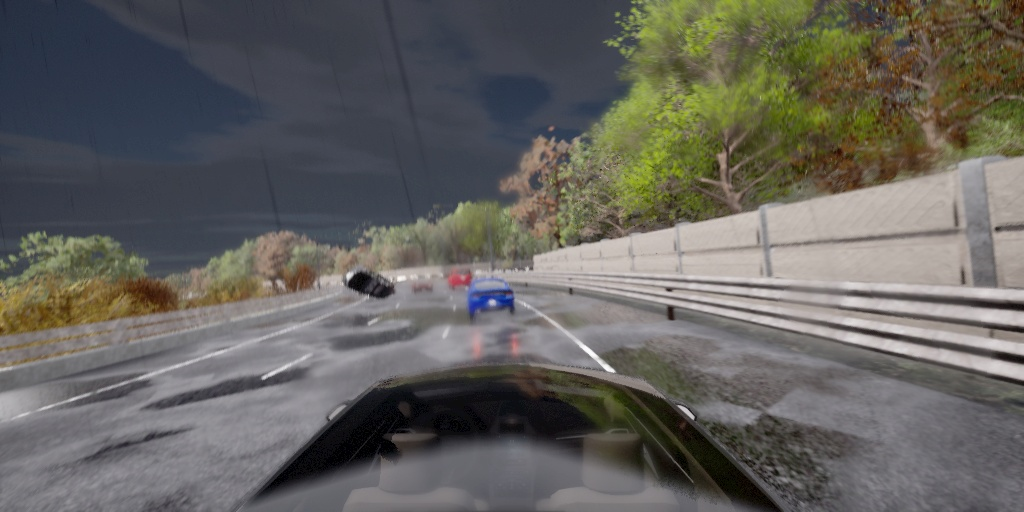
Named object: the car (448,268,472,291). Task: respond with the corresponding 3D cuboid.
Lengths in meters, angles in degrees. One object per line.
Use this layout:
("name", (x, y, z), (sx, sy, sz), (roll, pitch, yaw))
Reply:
("car", (-5.214, 2.346, 36.381), (2.150, 2.045, 5.566), (-4, -2, -14))

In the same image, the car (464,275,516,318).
("car", (-1.047, 1.730, 16.085), (1.882, 1.535, 5.008), (-4, -2, -8))

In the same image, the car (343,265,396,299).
("car", (-11.358, 2.306, 29.011), (1.511, 2.128, 4.902), (36, -4, 25))

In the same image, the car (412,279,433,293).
("car", (-9.207, 3.046, 36.590), (1.895, 1.301, 4.718), (-4, -2, -18))
